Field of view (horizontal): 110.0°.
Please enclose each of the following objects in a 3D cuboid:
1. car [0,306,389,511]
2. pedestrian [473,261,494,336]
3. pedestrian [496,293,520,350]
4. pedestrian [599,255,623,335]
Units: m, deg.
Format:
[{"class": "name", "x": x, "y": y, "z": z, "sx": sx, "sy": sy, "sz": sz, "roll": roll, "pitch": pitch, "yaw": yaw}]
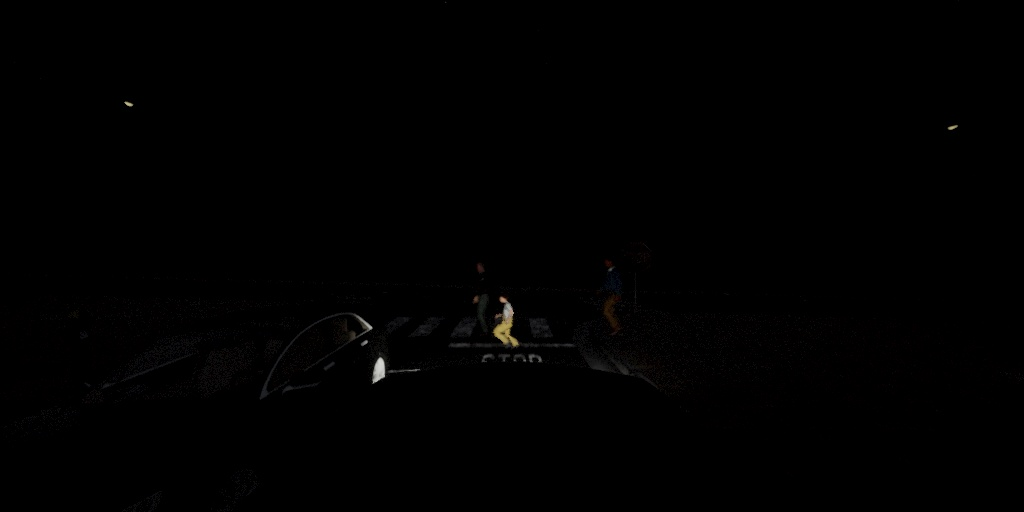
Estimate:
[{"class": "car", "x": -2.638, "y": 1.285, "z": 3.676, "sx": 2.007, "sy": 1.370, "sz": 4.403, "roll": 0, "pitch": 0, "yaw": 0}, {"class": "pedestrian", "x": -0.692, "y": 0.984, "z": 8.611, "sx": 0.375, "sy": 1.860, "sz": 0.375, "roll": 1, "pitch": 0, "yaw": 0}, {"class": "pedestrian", "x": -0.080, "y": 1.279, "z": 7.411, "sx": 0.375, "sy": 1.300, "sz": 0.375, "roll": 1, "pitch": 0, "yaw": 0}, {"class": "pedestrian", "x": 2.253, "y": 0.841, "z": 8.013, "sx": 0.375, "sy": 1.860, "sz": 0.375, "roll": 1, "pitch": 0, "yaw": 0}]
